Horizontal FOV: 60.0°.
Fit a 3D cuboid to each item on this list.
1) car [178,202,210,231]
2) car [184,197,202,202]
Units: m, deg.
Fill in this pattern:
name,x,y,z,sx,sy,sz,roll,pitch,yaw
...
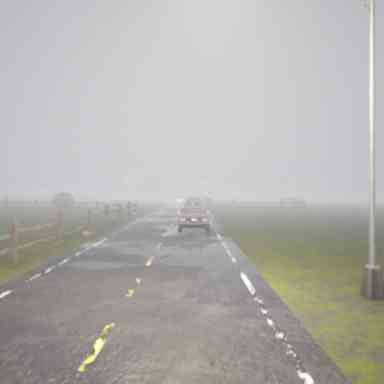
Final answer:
name,x,y,z,sx,sy,sz,roll,pitch,yaw
car,0.102,1.541,20.295,2.033,1.411,5.357,0,0,0
car,0.103,1.338,39.267,2.097,1.767,4.553,0,0,0
